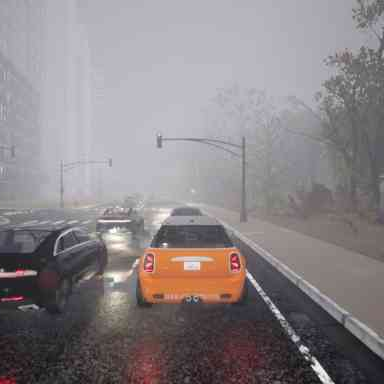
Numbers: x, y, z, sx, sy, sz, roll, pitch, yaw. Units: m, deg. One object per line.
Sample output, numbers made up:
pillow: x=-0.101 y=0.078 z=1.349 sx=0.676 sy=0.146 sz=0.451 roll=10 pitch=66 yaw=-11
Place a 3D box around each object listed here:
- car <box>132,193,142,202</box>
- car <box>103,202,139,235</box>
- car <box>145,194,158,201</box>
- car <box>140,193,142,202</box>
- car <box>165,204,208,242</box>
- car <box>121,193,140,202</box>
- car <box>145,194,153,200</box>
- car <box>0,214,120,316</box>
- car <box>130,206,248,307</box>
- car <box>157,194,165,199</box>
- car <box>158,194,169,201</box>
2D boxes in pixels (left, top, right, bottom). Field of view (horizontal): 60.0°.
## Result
car: x=-12.269 y=1.159 z=74.070 sx=2.150 sy=2.045 sz=5.566 roll=0 pitch=0 yaw=-9
car: x=-3.514 y=1.486 z=16.892 sx=2.128 sy=1.511 sz=4.902 roll=0 pitch=0 yaw=-2
car: x=-9.950 y=1.397 z=80.140 sx=1.882 sy=1.535 sz=5.008 roll=0 pitch=0 yaw=-9
car: x=-10.350 y=1.457 z=59.472 sx=1.837 sy=1.490 sz=4.892 roll=0 pitch=2 yaw=-8
car: x=-0.285 y=1.472 z=17.337 sx=1.882 sy=1.535 sz=5.008 roll=0 pitch=0 yaw=-1
car: x=-9.158 y=1.324 z=48.692 sx=2.097 sy=1.767 sz=4.553 roll=0 pitch=0 yaw=-6
car: x=-11.760 y=1.215 z=90.443 sx=1.882 sy=1.535 sz=5.008 roll=0 pitch=0 yaw=-10
car: x=-3.257 y=1.490 z=7.461 sx=2.128 sy=1.511 sz=4.902 roll=0 pitch=0 yaw=-1
car: x=-0.020 y=1.350 z=8.116 sx=2.097 sy=1.767 sz=4.553 roll=0 pitch=0 yaw=-1
car: x=-8.562 y=1.258 z=91.022 sx=1.812 sy=1.442 sz=4.674 roll=0 pitch=0 yaw=-10
car: x=-6.813 y=1.510 z=81.077 sx=1.895 sy=1.301 sz=4.718 roll=0 pitch=0 yaw=-10
